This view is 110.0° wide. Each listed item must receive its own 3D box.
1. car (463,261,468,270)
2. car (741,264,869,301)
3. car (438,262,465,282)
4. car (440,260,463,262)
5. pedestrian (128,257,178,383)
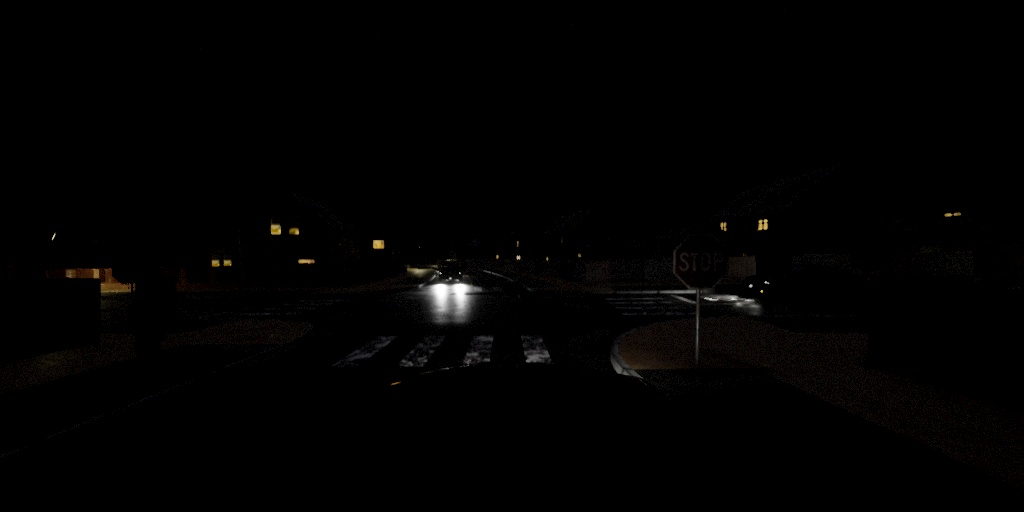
[{"bbox_3d":[-8.402,1.517,58.769,2.033,1.411,5.357,0,0,-17],"label":"car"},{"bbox_3d":[11.881,1.019,14.665,4.181,1.385,1.994,-1,1,6],"label":"car"},{"bbox_3d":[-4.991,1.410,29.441,1.895,1.301,4.718,0,0,-8],"label":"car"},{"bbox_3d":[-6.938,1.434,40.741,1.994,1.385,4.181,0,0,-12],"label":"car"},{"bbox_3d":[-5.183,0.894,5.222,0.375,1.860,0.375,-1,1,-1],"label":"pedestrian"}]
